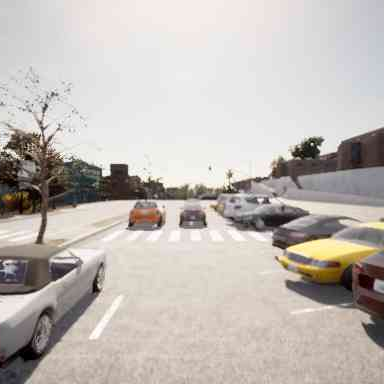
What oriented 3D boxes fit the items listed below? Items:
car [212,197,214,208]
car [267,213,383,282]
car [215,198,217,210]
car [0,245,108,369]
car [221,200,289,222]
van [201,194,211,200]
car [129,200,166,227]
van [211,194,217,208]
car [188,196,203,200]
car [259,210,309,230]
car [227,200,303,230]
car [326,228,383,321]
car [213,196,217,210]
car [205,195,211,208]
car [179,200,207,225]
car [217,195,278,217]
[{"bbox_3d":[5.023,1.548,35.616,4.792,1.488,2.163,1,-1,-20],"label":"car"},{"bbox_3d":[4.879,1.467,8.698,5.366,1.575,1.946,1,0,-20],"label":"car"},{"bbox_3d":[5.003,1.495,29.639,4.892,1.521,2.231,1,0,-20],"label":"car"},{"bbox_3d":[-2.912,1.588,5.829,1.895,1.301,4.718,0,0,0],"label":"car"},{"bbox_3d":[5.021,1.484,26.654,5.008,1.535,2.097,1,0,-20],"label":"car"},{"bbox_3d":[4.773,1.486,93.812,4.442,1.987,1.878,1,-1,-20],"label":"van"},{"bbox_3d":[-2.947,1.335,22.812,2.097,1.767,4.553,0,0,0],"label":"car"},{"bbox_3d":[4.885,1.304,38.544,4.442,1.987,1.878,1,0,-20],"label":"van"},{"bbox_3d":[0.023,1.566,38.732,1.812,1.442,4.674,0,0,0],"label":"car"},{"bbox_3d":[5.041,1.509,11.747,4.674,1.452,2.002,1,0,-20],"label":"car"},{"bbox_3d":[5.037,1.472,20.688,4.892,1.521,2.231,1,0,-20],"label":"car"},{"bbox_3d":[5.084,1.510,5.794,4.792,1.488,2.163,1,0,-20],"label":"car"},{"bbox_3d":[5.177,1.504,32.687,5.366,1.575,1.946,1,-1,-20],"label":"car"},{"bbox_3d":[4.813,1.538,41.501,5.366,1.575,1.946,1,0,-20],"label":"car"},{"bbox_3d":[0.050,1.510,23.779,1.812,1.442,4.674,0,0,0],"label":"car"},{"bbox_3d":[5.051,1.224,23.690,5.566,2.045,2.435,1,0,-20],"label":"car"}]
